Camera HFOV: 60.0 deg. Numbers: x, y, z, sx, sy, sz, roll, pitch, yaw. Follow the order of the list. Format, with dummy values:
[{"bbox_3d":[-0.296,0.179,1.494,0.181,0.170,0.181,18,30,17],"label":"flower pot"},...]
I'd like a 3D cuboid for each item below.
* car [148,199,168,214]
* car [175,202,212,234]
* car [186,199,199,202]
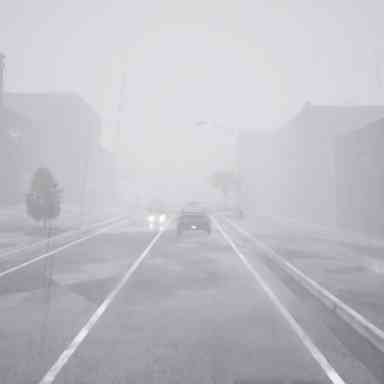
[{"bbox_3d":[-3.622,1.523,35.784,2.128,1.511,4.902,0,0,0],"label":"car"},{"bbox_3d":[0.093,1.534,19.342,1.837,1.490,4.892,0,0,0],"label":"car"},{"bbox_3d":[0.068,1.531,37.411,1.837,1.490,4.892,0,0,0],"label":"car"}]
